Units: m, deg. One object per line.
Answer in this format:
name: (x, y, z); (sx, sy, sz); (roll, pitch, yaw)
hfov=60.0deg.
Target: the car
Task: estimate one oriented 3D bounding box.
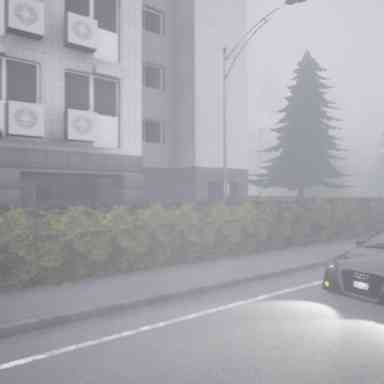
car: (4.781, 1.559, 7.359); (4.181, 1.385, 1.994); (0, 0, -35)
